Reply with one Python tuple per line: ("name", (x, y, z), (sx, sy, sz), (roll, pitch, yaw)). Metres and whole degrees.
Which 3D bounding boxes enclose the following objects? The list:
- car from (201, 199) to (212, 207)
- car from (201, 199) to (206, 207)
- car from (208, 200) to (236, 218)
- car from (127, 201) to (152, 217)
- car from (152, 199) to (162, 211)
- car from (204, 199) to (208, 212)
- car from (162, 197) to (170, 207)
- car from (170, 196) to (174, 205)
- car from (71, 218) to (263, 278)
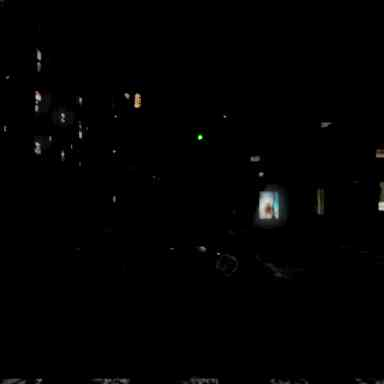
("car", (2.712, 2.079, 63.244), (2.008, 1.369, 4.403), (-1, -1, 0))
("car", (2.704, 1.927, 46.155), (2.008, 1.369, 4.403), (0, -1, 0))
("car", (2.697, 1.671, 29.066), (1.967, 1.590, 4.097), (0, 0, 0))
("car", (-5.681, 1.829, 34.753), (2.008, 1.369, 4.403), (0, 0, 0))
("car", (-5.676, 1.927, 46.146), (2.008, 1.369, 4.403), (0, 0, 0))
("car", (2.702, 1.910, 40.458), (1.802, 1.307, 4.206), (0, 0, 0))
("car", (-5.669, 2.051, 63.066), (1.752, 1.417, 4.829), (0, -1, 0))
("car", (-5.666, 2.072, 74.628), (1.967, 1.590, 4.097), (0, -1, 0))
("car", (-0.703, 1.638, 9.937), (5.357, 1.411, 2.033), (0, 0, 0))
